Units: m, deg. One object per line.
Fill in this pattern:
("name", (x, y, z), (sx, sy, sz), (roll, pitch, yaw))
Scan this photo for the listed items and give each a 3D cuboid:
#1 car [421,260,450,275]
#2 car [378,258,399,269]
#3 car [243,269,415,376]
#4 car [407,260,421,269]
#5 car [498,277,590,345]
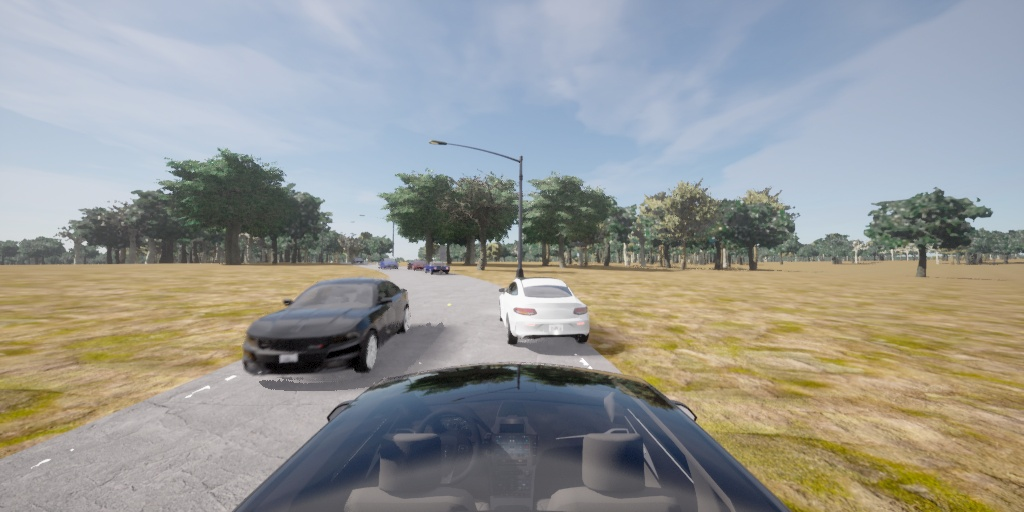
("car", (-7.992, 1.246, 37.928), (1.895, 1.301, 4.718), (1, 0, -24))
("car", (-16.103, 1.035, 46.731), (1.812, 1.442, 4.674), (1, 0, -30))
("car", (-3.503, 1.221, 7.729), (1.882, 1.535, 5.008), (0, 0, -5))
("car", (-12.233, 1.138, 46.434), (1.994, 1.385, 4.181), (1, 0, -30))
("car", (0.665, 1.276, 9.483), (1.812, 1.442, 4.674), (0, 0, -5))
